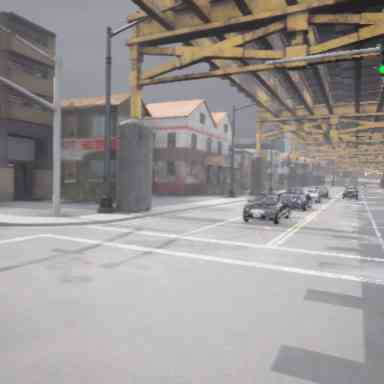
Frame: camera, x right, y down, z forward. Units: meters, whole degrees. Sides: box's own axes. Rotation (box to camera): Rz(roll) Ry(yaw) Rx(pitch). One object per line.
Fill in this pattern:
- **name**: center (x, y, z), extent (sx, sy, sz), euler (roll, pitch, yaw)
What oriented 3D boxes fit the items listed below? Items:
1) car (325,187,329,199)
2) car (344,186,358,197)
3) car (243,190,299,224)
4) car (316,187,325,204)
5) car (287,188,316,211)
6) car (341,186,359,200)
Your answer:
- **car**: center (17.315, 0.063, 44.755), extent (2.128, 1.511, 4.902), euler (3, 3, 27)
- **car**: center (25.495, -0.159, 53.344), extent (1.837, 1.490, 4.892), euler (3, 3, 26)
- **car**: center (4.316, 0.836, 18.667), extent (2.128, 1.511, 4.902), euler (3, 3, 26)
- **car**: center (12.774, 0.390, 35.729), extent (1.812, 1.442, 4.674), euler (3, 3, 26)
- **car**: center (8.386, 0.469, 26.869), extent (2.097, 1.767, 4.553), euler (2, 3, 26)
- **car**: center (21.026, 0.210, 44.094), extent (1.812, 1.442, 4.674), euler (3, 3, 27)
